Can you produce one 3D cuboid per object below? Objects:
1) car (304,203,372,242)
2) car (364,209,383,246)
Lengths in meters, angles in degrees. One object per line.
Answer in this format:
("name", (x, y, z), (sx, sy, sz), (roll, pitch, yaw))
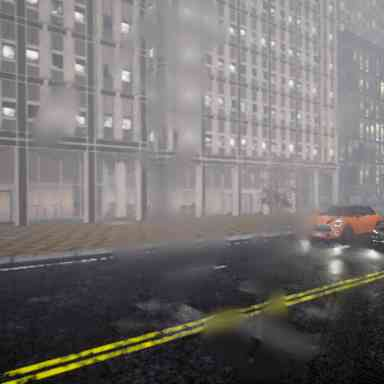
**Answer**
("car", (7.912, 1.474, 17.302), (4.553, 1.767, 2.097), (1, 0, -35))
("car", (9.897, 1.628, 14.727), (4.892, 1.490, 1.837), (1, 0, -35))
